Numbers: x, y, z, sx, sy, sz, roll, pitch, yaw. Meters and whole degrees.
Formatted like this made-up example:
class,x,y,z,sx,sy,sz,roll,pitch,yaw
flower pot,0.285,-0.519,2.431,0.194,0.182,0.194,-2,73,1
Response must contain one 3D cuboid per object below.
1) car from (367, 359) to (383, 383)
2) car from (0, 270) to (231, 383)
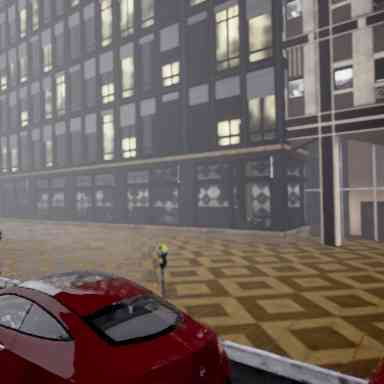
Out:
class,x,y,z,sx,sy,sz,roll,pitch,yaw
car,3.009,1.290,0.631,5.009,1.841,2.192,-1,-1,36
car,-1.571,1.622,3.938,4.206,1.307,1.802,-1,-1,36
